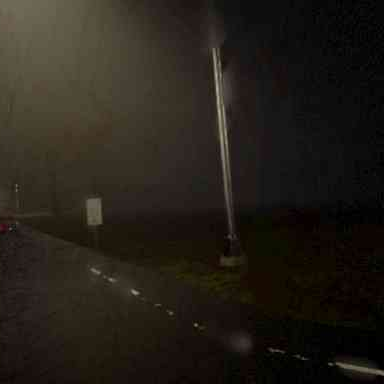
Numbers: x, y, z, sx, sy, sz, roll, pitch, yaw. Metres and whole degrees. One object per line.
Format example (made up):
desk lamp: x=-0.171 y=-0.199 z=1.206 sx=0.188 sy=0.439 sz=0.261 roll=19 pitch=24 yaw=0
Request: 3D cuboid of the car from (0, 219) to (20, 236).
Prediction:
car: x=-21.447 y=4.262 z=39.172 sx=1.994 sy=1.385 sz=4.181 roll=-4 pitch=-1 yaw=-30

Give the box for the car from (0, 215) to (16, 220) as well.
car: x=-25.510 y=4.300 z=45.886 sx=2.150 sy=2.045 sz=5.566 roll=-4 pitch=-1 yaw=-31
